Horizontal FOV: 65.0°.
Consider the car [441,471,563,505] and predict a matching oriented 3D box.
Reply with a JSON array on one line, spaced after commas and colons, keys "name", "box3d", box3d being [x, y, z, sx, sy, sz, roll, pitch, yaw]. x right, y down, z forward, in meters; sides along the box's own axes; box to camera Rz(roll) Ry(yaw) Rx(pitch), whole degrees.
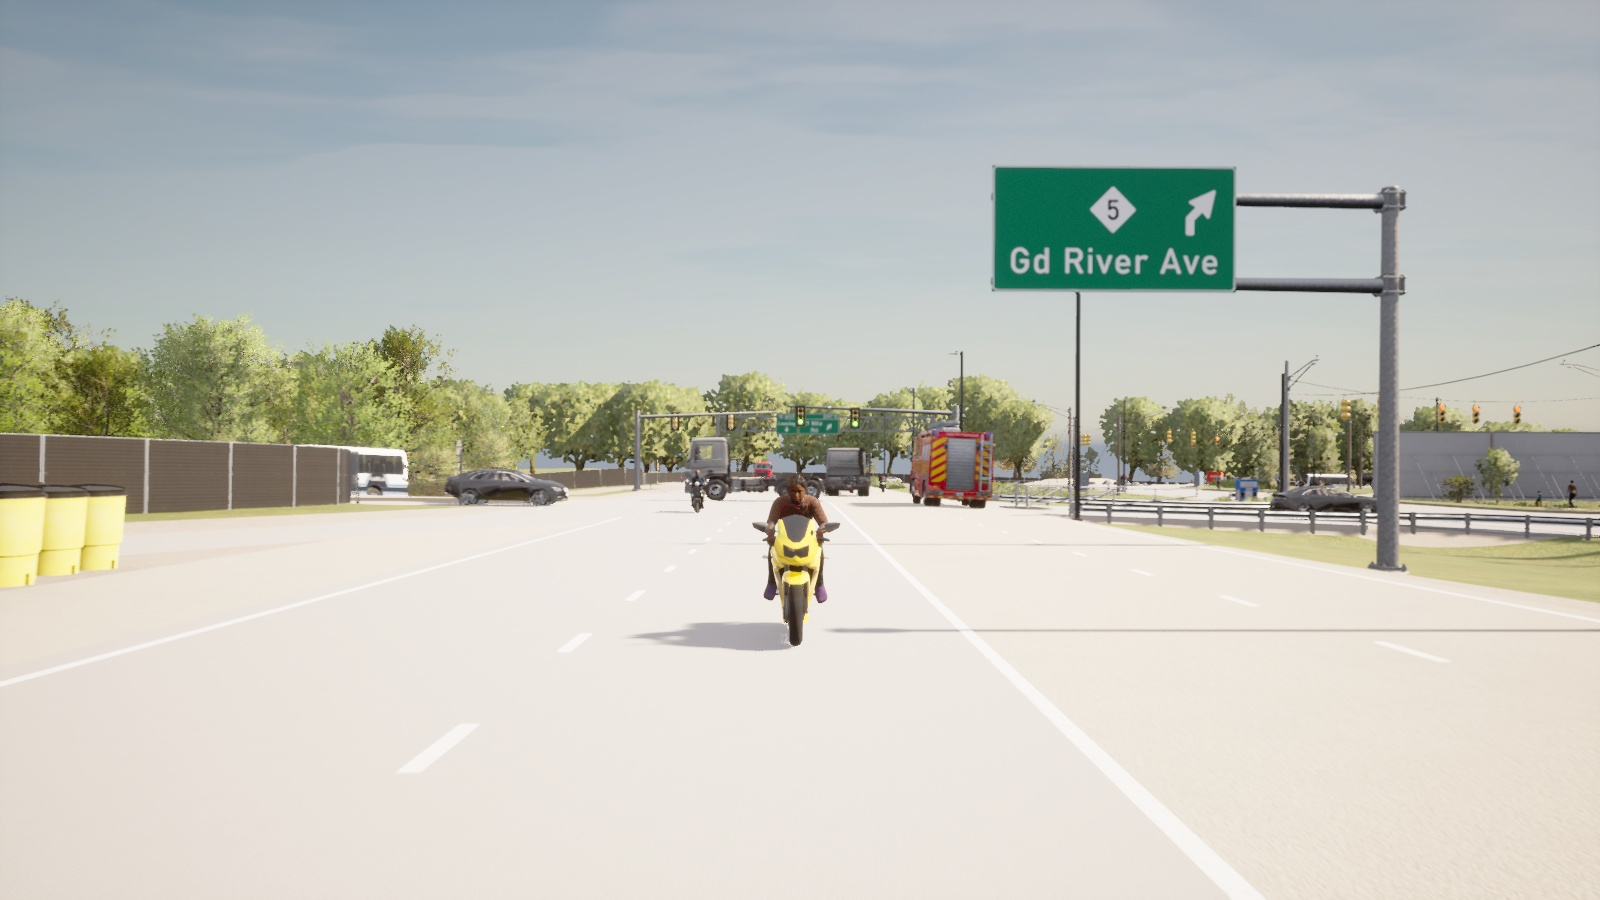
[{"name": "car", "box3d": [-13.280, 1.682, 56.185, 4.902, 1.511, 2.128, 0, -1, 0]}]

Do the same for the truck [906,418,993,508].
[{"name": "truck", "box3d": [6.887, 0.652, 59.004, 2.891, 3.827, 8.468, 2, -1, 0]}]

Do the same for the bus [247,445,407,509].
[{"name": "bus", "box3d": [-34.451, 2.093, 91.876, 3.944, 4.253, 10.273, -2, -4, 40]}]

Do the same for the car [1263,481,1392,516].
[{"name": "car", "box3d": [23.657, 2.147, 56.439, 4.902, 1.511, 2.128, 0, -1, -2]}]

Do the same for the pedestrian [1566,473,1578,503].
[{"name": "pedestrian", "box3d": [47.246, 2.295, 76.860, 0.328, 1.805, 0.869, 0, 0, 6]}]

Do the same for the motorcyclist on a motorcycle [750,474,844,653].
[{"name": "motorcyclist on a motorcycle", "box3d": [-0.028, 0.989, 11.781, 0.797, 1.523, 2.044, 0, -1, 0]}]

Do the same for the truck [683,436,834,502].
[{"name": "truck", "box3d": [-2.231, 1.025, 67.478, 7.936, 3.462, 2.891, 0, -1, -1]}]

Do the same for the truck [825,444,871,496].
[{"name": "truck", "box3d": [3.289, 1.431, 87.739, 2.891, 3.462, 7.936, 0, -1, 0]}]

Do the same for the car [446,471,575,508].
[{"name": "car", "box3d": [-12.077, 1.645, 52.646, 4.902, 1.511, 2.128, 0, -1, 1]}]

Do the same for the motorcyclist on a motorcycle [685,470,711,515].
[{"name": "motorcyclist on a motorcycle", "box3d": [-3.705, 1.531, 45.735, 0.866, 1.590, 1.817, -1, -1, -3]}]
